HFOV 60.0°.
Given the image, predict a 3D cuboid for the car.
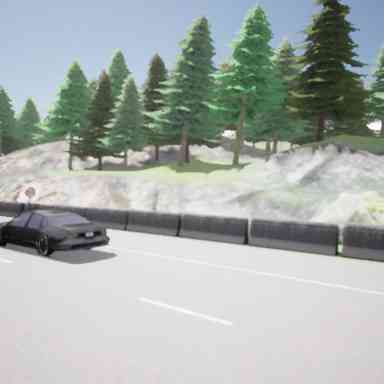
[{"bbox_3d":[-5.325,1.360,12.098,5.357,1.411,2.033,1,1,36],"label":"car"}]
